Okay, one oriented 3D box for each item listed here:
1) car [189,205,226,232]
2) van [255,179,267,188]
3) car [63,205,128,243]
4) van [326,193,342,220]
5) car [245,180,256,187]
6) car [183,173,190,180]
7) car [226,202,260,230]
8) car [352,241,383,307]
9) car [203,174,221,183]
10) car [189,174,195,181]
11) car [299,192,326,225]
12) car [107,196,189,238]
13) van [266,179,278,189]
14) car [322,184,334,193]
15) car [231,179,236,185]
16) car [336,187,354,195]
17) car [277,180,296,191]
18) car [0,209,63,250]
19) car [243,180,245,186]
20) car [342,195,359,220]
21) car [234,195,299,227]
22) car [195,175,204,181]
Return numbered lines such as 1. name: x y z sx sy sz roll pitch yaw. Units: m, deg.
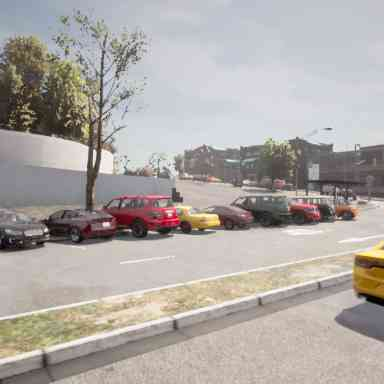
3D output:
1. car: -0.976 1.503 19.705 5.366 1.575 1.946 -1 -1 35
2. van: 16.049 -1.763 71.390 1.878 1.987 4.442 7 4 35
3. car: -5.743 1.525 16.135 4.792 1.488 2.163 -1 -1 35
4. van: 9.114 1.297 26.459 4.442 1.987 1.878 -1 -1 35
5. car: 14.476 -1.811 74.122 1.946 1.575 5.366 7 3 35
6. car: 0.433 -4.084 93.618 2.185 1.767 4.553 4 1 33
7. car: 1.631 1.549 21.331 4.674 1.452 2.002 -1 -1 35
8. car: 5.364 1.487 6.948 5.008 1.535 1.882 0 0 -35
9. car: 5.804 -3.174 86.420 1.946 1.575 5.366 7 3 34
10. car: 2.162 -3.849 91.147 2.185 1.767 4.553 6 3 34
11. car: 6.574 1.268 24.791 5.566 2.045 2.435 -1 -1 35
12. car: -3.297 1.248 17.879 5.566 2.045 2.435 -1 -1 35
13. van: 17.777 -1.489 68.918 1.878 1.987 4.442 7 4 35
14. car: 24.741 -0.425 59.166 2.435 2.045 5.566 7 3 35
15. car: 10.905 -2.316 78.907 2.002 1.452 4.674 7 3 35
16. car: 26.431 0.138 56.692 2.002 1.452 4.674 7 3 35
17. car: 19.535 -0.991 66.554 2.231 1.521 4.892 7 3 35
18. car: -8.164 1.494 14.390 4.892 1.521 2.231 -1 -1 35
19. car: 12.646 -2.042 76.444 2.002 1.452 4.674 7 4 35
20. car: 11.524 1.404 28.208 4.553 1.767 2.185 -1 -1 35
21. car: 4.060 1.263 23.087 5.566 2.045 2.435 -1 -1 35
22. car: 3.955 -3.697 88.680 2.435 2.045 5.566 7 3 34
